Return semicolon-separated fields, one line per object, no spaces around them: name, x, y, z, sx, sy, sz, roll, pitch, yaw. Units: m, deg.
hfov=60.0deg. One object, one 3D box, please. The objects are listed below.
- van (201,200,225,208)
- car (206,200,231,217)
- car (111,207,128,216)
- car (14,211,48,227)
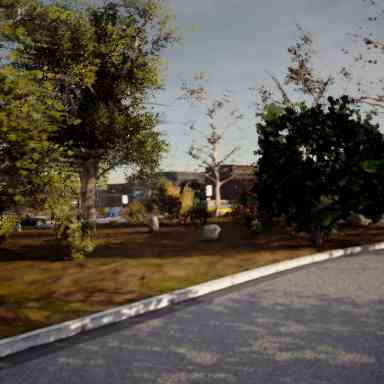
van;2.989;2.038;41.247;4.442;1.987;1.878;0;-2;-41
car;4.609;2.139;38.942;5.366;1.575;1.946;0;-2;-41
car;-10.756;3.432;56.793;4.674;1.452;2.002;0;-3;-41
car;-18.101;3.031;35.321;5.008;1.535;1.882;1;-1;-41
